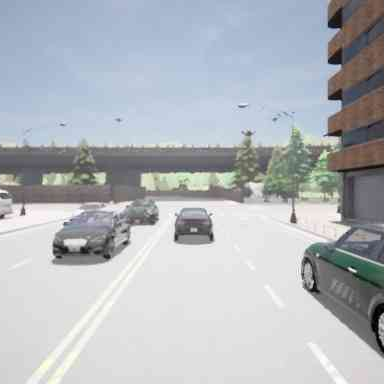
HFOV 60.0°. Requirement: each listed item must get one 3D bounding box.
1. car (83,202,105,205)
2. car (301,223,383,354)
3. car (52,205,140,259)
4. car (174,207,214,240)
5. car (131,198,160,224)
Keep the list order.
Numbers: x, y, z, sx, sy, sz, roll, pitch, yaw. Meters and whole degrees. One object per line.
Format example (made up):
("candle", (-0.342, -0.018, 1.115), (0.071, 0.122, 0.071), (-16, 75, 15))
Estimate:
("car", (-7.003, 1.459, 23.480), (1.812, 1.442, 4.674), (0, 0, 0))
("car", (3.599, 1.331, 5.946), (2.097, 1.767, 4.553), (0, 0, 0))
("car", (-3.543, 1.450, 12.520), (2.128, 1.511, 4.902), (0, 0, 1))
("car", (0.081, 1.472, 16.542), (1.812, 1.442, 4.674), (0, 0, 0))
("car", (-3.503, 1.287, 23.548), (2.097, 1.767, 4.553), (0, 0, 0))
